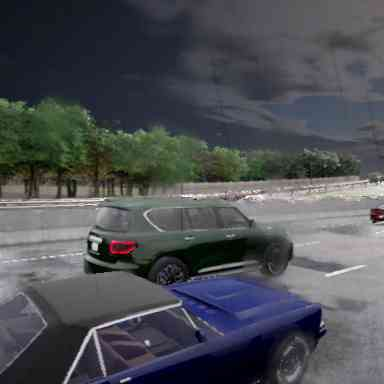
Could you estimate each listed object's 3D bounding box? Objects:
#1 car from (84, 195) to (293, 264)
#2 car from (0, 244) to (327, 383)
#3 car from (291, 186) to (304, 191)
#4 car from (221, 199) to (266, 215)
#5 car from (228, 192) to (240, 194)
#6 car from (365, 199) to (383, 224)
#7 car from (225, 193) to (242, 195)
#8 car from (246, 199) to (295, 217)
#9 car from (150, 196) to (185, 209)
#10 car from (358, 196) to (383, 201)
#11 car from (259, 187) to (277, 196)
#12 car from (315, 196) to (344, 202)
[{"bbox_3d":[0.170,1.205,8.378,5.566,2.045,2.150,0,0,-37],"label":"car"},{"bbox_3d":[-0.625,1.592,3.535,4.718,1.301,1.895,0,0,-37],"label":"car"},{"bbox_3d":[26.253,-0.710,82.691,1.837,1.490,4.892,0,3,40],"label":"car"},{"bbox_3d":[5.394,1.469,34.453,4.674,1.442,1.812,0,0,-37],"label":"car"},{"bbox_3d":[7.026,0.747,58.163,2.097,1.767,4.553,1,2,36],"label":"car"},{"bbox_3d":[14.529,1.462,23.559,5.008,1.535,1.882,0,0,-37],"label":"car"},{"bbox_3d":[-0.670,1.196,12.123,5.566,2.045,2.150,0,0,-37],"label":"car"},{"bbox_3d":[7.522,1.458,31.674,4.892,1.490,1.837,0,0,-37],"label":"car"},{"bbox_3d":[-3.103,1.297,43.091,1.837,1.490,4.892,1,1,33],"label":"car"},{"bbox_3d":[23.009,1.428,43.384,4.902,1.511,2.128,0,0,-37],"label":"car"},{"bbox_3d":[16.200,0.069,70.460,2.150,2.045,5.566,0,3,38],"label":"car"},{"bbox_3d":[18.233,1.291,44.162,4.553,1.767,2.097,0,0,-37],"label":"car"}]
